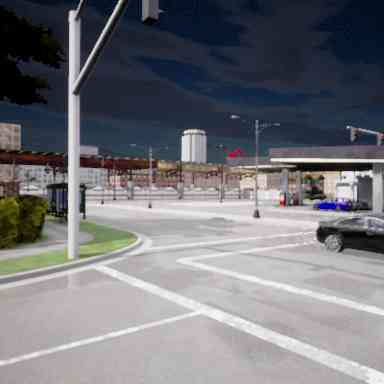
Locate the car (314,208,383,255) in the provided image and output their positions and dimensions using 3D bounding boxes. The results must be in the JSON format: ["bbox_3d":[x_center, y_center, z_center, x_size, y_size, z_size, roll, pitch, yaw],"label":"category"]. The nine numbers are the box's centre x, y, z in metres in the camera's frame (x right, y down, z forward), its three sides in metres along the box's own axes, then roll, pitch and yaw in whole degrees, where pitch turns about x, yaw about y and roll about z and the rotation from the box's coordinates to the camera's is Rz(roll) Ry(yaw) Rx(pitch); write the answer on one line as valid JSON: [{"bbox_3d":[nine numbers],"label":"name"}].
[{"bbox_3d":[6.819,1.571,11.834,2.128,1.511,4.902,0,0,-35],"label":"car"}]

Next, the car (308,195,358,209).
[{"bbox_3d":[17.008,1.483,40.339,2.242,1.667,4.611,0,0,-35],"label":"car"}]

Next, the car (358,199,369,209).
[{"bbox_3d":[21.272,1.673,44.261,1.970,1.475,3.806,0,0,-35],"label":"car"}]
